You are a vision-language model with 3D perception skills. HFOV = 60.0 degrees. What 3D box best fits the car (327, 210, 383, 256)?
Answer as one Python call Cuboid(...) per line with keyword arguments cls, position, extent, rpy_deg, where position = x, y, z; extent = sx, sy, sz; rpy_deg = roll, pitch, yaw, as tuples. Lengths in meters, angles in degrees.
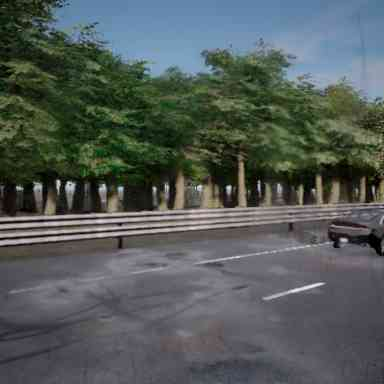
Cuboid(cls="car", position=(7.320, 1.460, 12.995), extent=(4.902, 1.511, 2.128), rpy_deg=(0, 1, -34))
